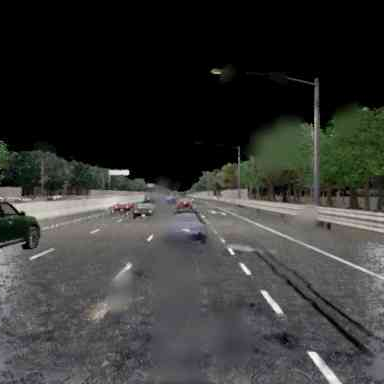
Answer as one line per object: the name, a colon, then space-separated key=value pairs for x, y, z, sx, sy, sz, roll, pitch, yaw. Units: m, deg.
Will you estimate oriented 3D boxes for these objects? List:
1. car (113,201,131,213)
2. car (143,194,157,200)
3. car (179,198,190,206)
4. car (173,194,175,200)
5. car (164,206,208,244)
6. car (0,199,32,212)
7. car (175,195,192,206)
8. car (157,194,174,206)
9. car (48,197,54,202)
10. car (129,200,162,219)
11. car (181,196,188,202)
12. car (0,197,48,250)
car: x=-7.834 y=1.708 z=39.102 sx=1.895 sy=1.301 sz=4.718 roll=0 pitch=0 yaw=-1
car: x=-8.497 y=1.460 z=67.140 sx=2.150 sy=2.045 sz=5.566 roll=0 pitch=0 yaw=-1
car: x=-1.428 y=1.808 z=64.184 sx=2.033 sy=1.411 sz=5.357 roll=0 pitch=0 yaw=-1
car: x=-5.330 y=1.804 z=81.180 sx=1.882 sy=1.535 sz=5.008 roll=0 pitch=0 yaw=-1
car: x=-0.302 y=1.616 z=16.222 sx=1.994 sy=1.385 sz=4.181 roll=0 pitch=0 yaw=-1
car: x=-21.937 y=1.589 z=40.728 sx=2.033 sy=1.411 sz=5.357 roll=0 pitch=0 yaw=-1
car: x=-1.044 y=1.536 z=48.149 sx=2.097 sy=1.767 sz=4.553 roll=0 pitch=0 yaw=-1
car: x=-4.878 y=1.710 z=62.142 sx=1.882 sy=1.535 sz=5.008 roll=0 pitch=0 yaw=-1
car: x=-18.443 y=1.413 z=40.920 sx=2.097 sy=1.767 sz=4.553 roll=0 pitch=0 yaw=-1
car: x=-4.121 y=1.687 z=30.169 sx=1.895 sy=1.301 sz=4.718 roll=0 pitch=0 yaw=-1
car: x=-1.925 y=1.889 z=85.226 sx=1.812 sy=1.442 sz=4.674 roll=0 pitch=0 yaw=-1
car: x=-7.191 y=1.220 z=11.176 sx=2.150 sy=2.045 sz=5.566 roll=0 pitch=0 yaw=-1
